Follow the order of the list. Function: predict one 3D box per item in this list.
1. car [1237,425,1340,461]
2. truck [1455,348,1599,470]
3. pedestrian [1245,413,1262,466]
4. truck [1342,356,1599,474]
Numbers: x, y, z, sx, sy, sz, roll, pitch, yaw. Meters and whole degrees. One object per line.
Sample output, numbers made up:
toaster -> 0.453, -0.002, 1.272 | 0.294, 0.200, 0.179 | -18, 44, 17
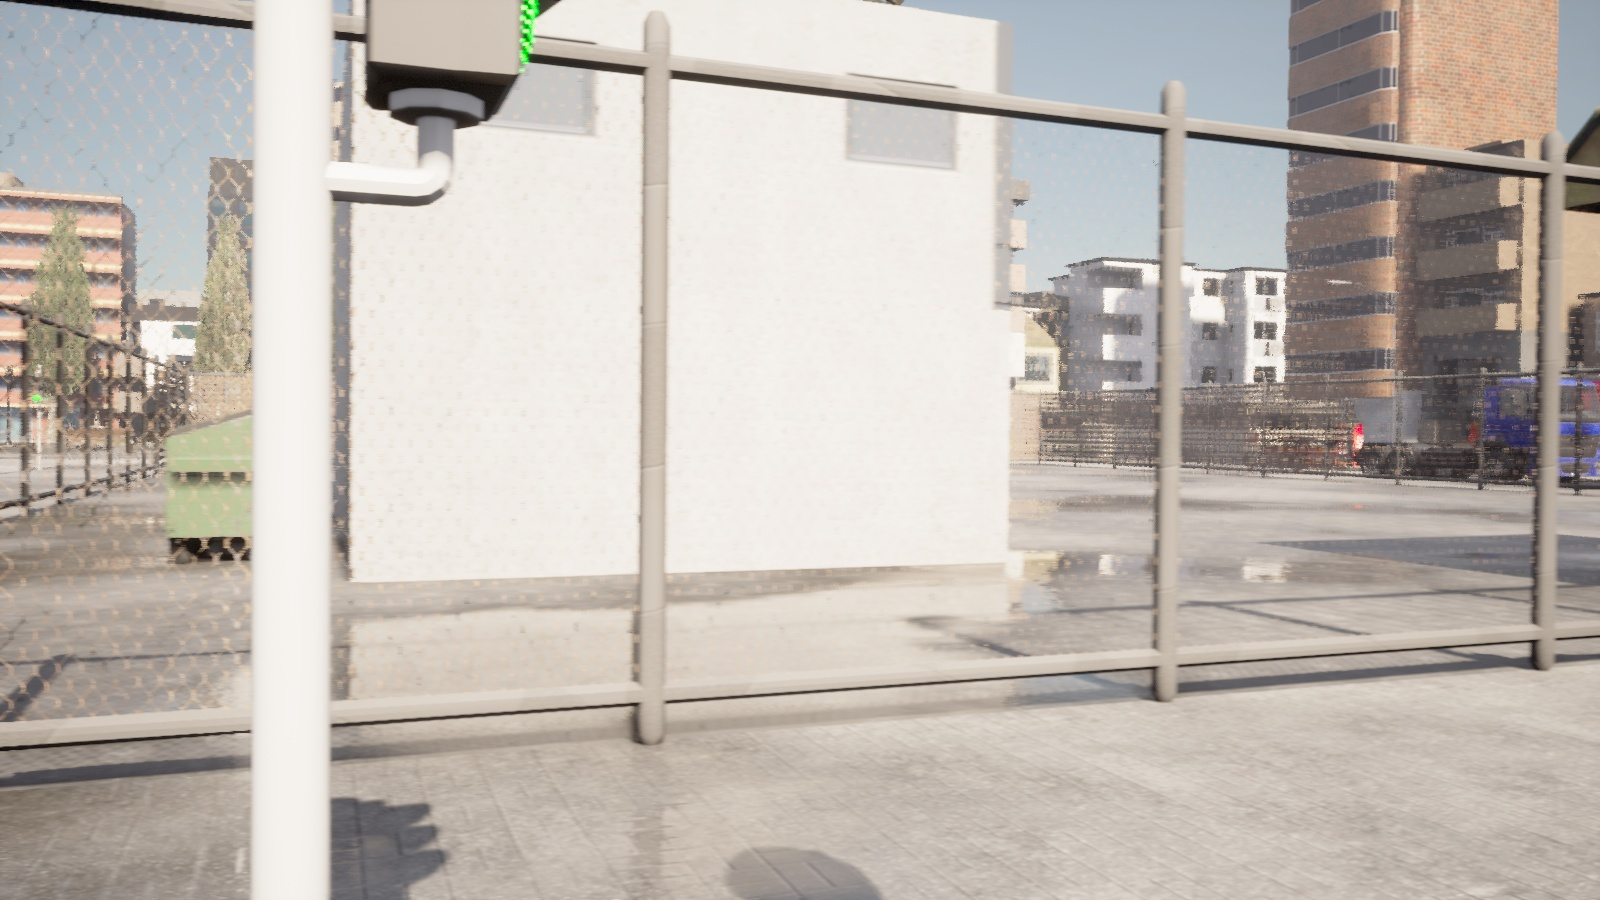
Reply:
car -> 21.095, -0.303, 54.400 | 1.816, 1.474, 4.193 | -1, 1, -21
truck -> 26.135, -1.320, 41.140 | 2.891, 3.827, 8.468 | -1, 1, -21
pedestrian -> 15.832, -0.378, 43.814 | 0.345, 1.836, 0.594 | -1, 1, -3
truck -> 21.875, -1.093, 41.219 | 2.891, 3.462, 7.936 | -1, 1, -19
